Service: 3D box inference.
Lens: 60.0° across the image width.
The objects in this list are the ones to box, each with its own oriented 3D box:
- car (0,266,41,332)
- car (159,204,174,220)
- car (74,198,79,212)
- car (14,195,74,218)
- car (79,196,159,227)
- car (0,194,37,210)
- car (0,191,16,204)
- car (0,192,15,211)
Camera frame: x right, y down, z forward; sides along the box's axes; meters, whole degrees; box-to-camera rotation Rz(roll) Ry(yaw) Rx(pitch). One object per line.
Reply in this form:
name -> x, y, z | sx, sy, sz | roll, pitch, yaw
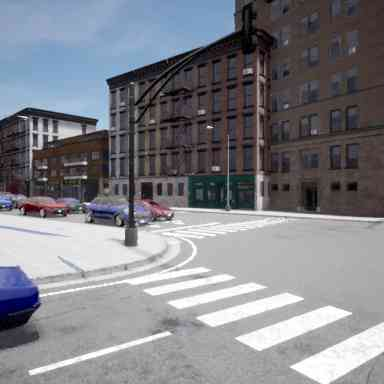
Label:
car -> -4.681, 1.601, 4.340 | 4.718, 1.301, 1.895 | 0, 0, -35
car -> -3.375, 1.267, 23.842 | 4.674, 1.442, 1.812 | 1, 0, 38
car -> -11.155, 1.201, 29.923 | 4.181, 1.385, 1.994 | 1, 0, 39
car -> -11.741, 1.118, 26.232 | 5.008, 1.535, 1.882 | 1, 0, 39
car -> -4.586, 1.089, 20.593 | 4.553, 1.767, 2.097 | 1, 0, 39
car -> -19.160, 1.030, 36.467 | 4.902, 1.511, 2.128 | 1, 0, 40
car -> -27.583, 0.787, 48.235 | 4.553, 1.767, 2.097 | 1, 0, 41
car -> -19.229, 1.025, 32.298 | 5.008, 1.535, 1.882 | 1, 0, 40
